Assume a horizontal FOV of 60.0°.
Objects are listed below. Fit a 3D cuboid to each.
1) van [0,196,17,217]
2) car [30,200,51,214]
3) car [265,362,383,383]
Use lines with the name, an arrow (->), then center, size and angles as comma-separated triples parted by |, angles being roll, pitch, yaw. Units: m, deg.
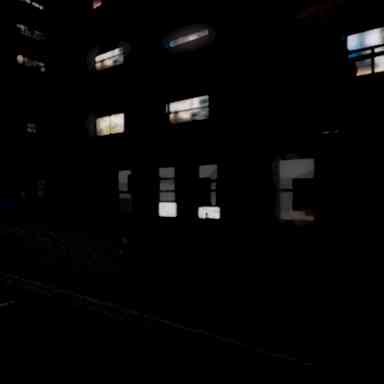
van -> -16.672, 1.196, 27.529 | 1.690, 1.788, 3.998 | 0, 0, 35
car -> -13.420, 1.403, 32.139 | 1.802, 1.307, 4.206 | 0, 0, 35
car -> 2.221, 1.549, 1.147 | 4.507, 1.381, 1.887 | 0, 0, 36
